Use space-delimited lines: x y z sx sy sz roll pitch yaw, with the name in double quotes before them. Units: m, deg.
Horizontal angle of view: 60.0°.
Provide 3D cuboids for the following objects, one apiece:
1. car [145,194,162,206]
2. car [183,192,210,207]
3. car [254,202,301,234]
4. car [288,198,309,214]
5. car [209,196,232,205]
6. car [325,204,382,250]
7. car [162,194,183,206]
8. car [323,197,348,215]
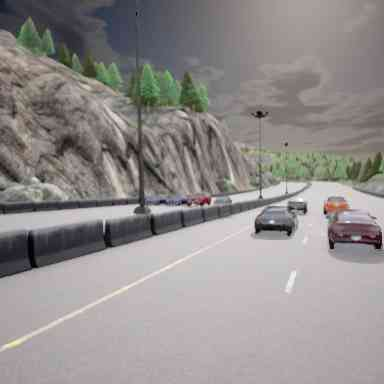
"car" -5.409 1.160 50.409 2.097 1.767 4.553 0 0 21
"car" 1.127 1.052 47.900 2.150 2.045 5.566 0 0 21
"car" 4.795 1.482 18.693 1.994 1.385 4.181 0 0 21
"car" 10.740 1.338 33.815 2.128 1.511 4.902 0 0 21
"car" 4.387 1.345 46.627 1.812 1.442 4.674 0 0 21
"car" 6.711 1.460 14.000 1.812 1.442 4.674 0 0 21
"car" -2.105 1.168 49.245 2.097 1.767 4.553 0 0 21
"car" 13.626 1.207 31.580 2.097 1.767 4.553 0 0 20
